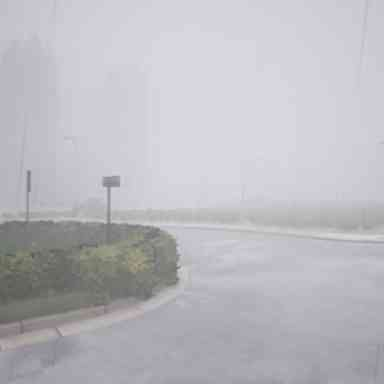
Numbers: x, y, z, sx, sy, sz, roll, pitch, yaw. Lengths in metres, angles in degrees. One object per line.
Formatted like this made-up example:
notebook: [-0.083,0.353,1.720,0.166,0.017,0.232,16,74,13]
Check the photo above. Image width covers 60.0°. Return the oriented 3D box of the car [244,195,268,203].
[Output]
car: [11.778,1.569,62.320,2.150,2.045,5.566,1,0,-35]

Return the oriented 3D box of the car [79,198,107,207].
car: [-11.761,1.580,39.471,2.242,1.667,4.611,1,0,-36]
